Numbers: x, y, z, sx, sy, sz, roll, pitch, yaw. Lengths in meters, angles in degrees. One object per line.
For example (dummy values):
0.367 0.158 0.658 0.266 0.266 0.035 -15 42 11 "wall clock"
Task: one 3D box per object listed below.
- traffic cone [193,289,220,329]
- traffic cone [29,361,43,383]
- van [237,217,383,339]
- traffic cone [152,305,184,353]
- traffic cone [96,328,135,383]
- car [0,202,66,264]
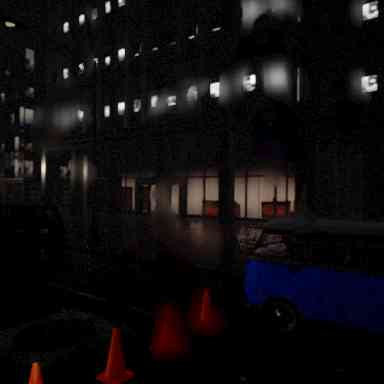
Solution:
0.245 1.949 5.658 0.340 0.580 0.340 0 0 36 "traffic cone"
-1.514 1.948 3.228 0.340 0.580 0.340 0 0 36 "traffic cone"
2.708 1.342 5.055 3.998 1.788 1.690 0 1 36 "van"
-0.341 1.949 4.848 0.340 0.580 0.340 0 0 36 "traffic cone"
-0.928 1.948 4.038 0.340 0.580 0.340 0 0 36 "traffic cone"
-6.498 1.284 11.722 5.009 1.841 2.192 0 1 36 "car"
